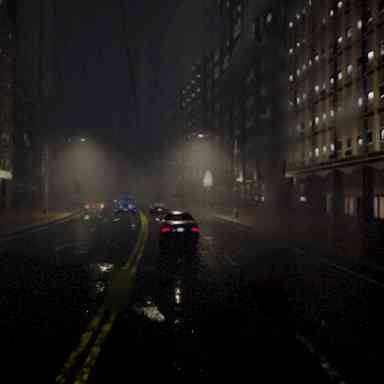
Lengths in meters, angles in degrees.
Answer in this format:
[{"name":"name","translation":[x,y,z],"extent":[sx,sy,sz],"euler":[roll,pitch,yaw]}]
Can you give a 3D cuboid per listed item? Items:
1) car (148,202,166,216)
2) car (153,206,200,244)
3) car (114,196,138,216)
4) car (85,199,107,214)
[{"name":"car","translation":[-3.673,1.805,35.922],"extent":[1.994,1.385,4.181],"euler":[1,0,-11]},{"name":"car","translation":[-0.763,1.659,16.504],"extent":[2.033,1.411,5.357],"euler":[1,0,-6]},{"name":"car","translation":[-7.148,1.429,35.941],"extent":[2.150,2.045,5.566],"euler":[1,0,-11]},{"name":"car","translation":[-10.782,1.537,37.427],"extent":[2.097,1.767,4.553],"euler":[1,0,-12]}]
